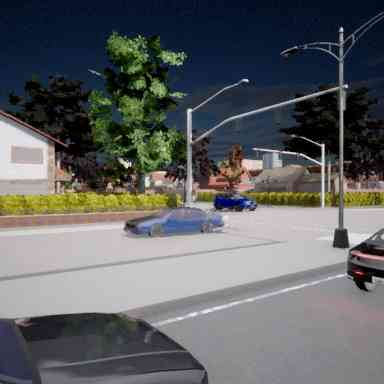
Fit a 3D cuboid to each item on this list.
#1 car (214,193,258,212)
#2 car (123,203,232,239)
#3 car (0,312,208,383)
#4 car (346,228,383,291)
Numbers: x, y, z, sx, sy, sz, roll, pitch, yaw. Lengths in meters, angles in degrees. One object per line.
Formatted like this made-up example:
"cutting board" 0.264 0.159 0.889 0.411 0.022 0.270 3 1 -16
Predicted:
"car" 4.752 1.131 37.148 2.150 2.045 5.566 0 0 -36
"car" -0.793 1.504 17.367 5.357 1.411 2.033 0 0 -33
"car" -2.390 1.543 2.040 5.357 1.411 2.033 0 0 -36
"car" 5.549 1.474 7.694 4.902 1.511 2.128 0 0 -35
